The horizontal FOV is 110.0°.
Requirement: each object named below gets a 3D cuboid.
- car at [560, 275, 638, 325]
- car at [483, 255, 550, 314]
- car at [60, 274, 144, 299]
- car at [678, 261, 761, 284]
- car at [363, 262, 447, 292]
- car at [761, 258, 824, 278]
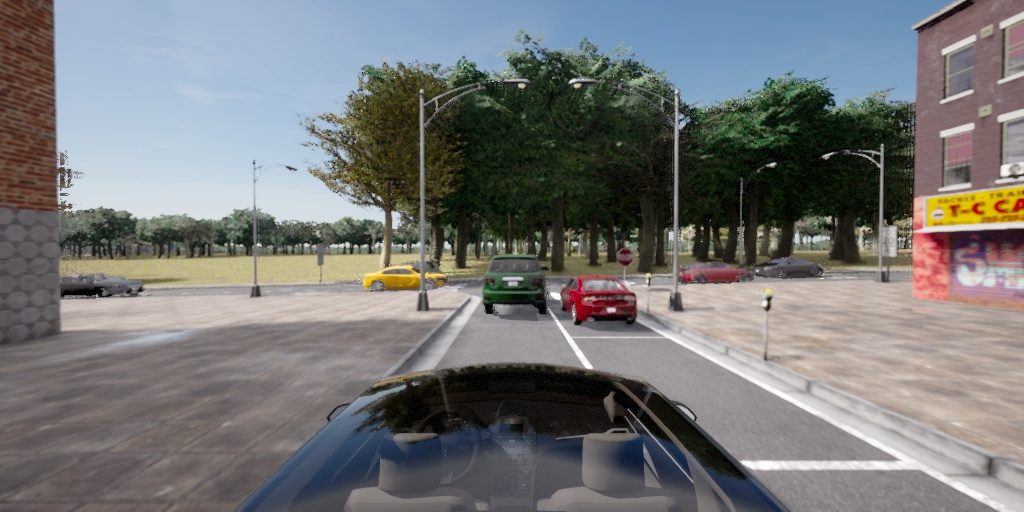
[{"bbox_3d":[2.639,1.291,11.698,1.888,1.381,4.507,0,0,0],"label":"car"},{"bbox_3d":[0.265,0.967,13.978,2.150,2.045,5.566,0,0,5],"label":"car"},{"bbox_3d":[-25.721,1.847,22.147,4.902,1.511,2.128,-1,1,0],"label":"car"},{"bbox_3d":[12.377,1.013,22.017,4.181,1.385,1.994,-1,1,-1],"label":"car"},{"bbox_3d":[-6.518,1.364,22.138,5.008,1.535,1.882,-2,1,0],"label":"car"},{"bbox_3d":[19.165,0.807,25.083,4.181,1.385,1.994,-1,1,0],"label":"car"}]
